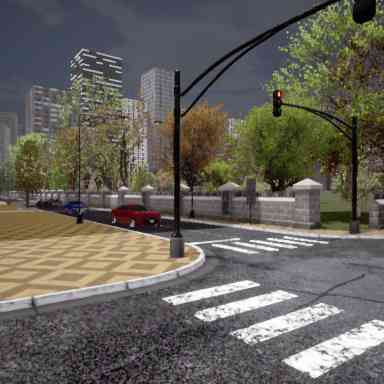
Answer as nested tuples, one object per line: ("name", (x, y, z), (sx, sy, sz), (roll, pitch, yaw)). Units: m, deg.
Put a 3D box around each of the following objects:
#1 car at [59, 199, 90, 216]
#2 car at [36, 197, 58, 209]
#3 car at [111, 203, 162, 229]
("car", (-12.072, 1.619, 34.564), (1.812, 1.442, 4.674), (0, 0, -34))
("car", (-21.362, 1.710, 48.401), (1.994, 1.385, 4.181), (0, 0, -34))
("car", (-3.839, 1.528, 22.417), (1.882, 1.535, 5.008), (0, 0, -34))
